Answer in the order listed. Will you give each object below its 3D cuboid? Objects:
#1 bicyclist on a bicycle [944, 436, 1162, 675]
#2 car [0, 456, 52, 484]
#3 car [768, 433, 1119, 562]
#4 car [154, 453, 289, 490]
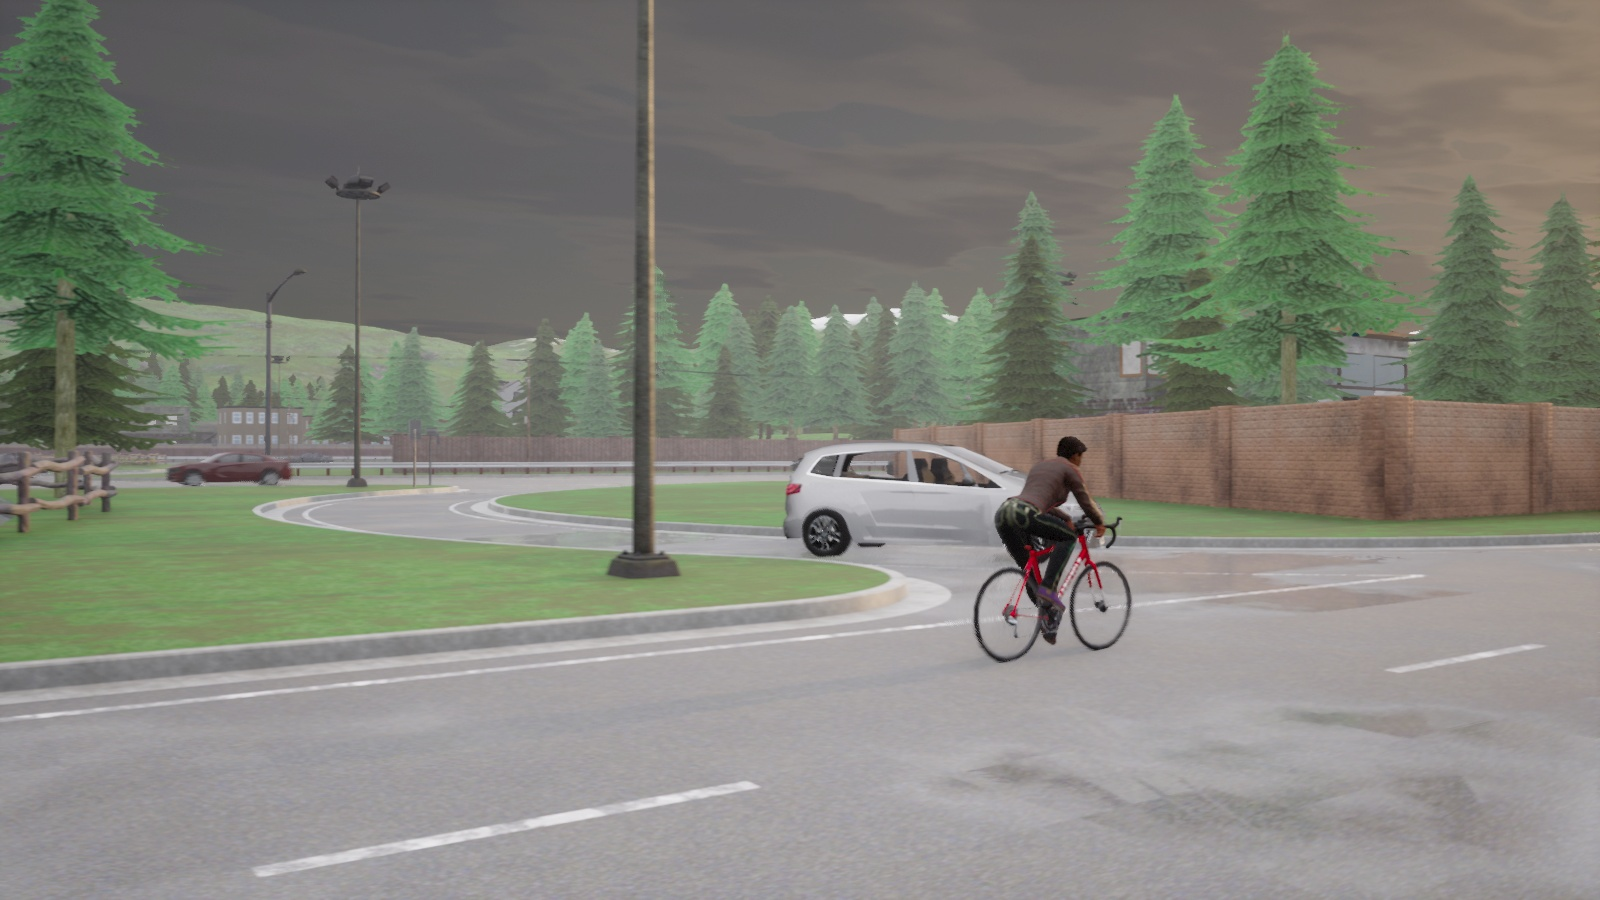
[{"bbox_3d":[1.878,0.716,9.230,1.656,1.620,0.582,0,0,-35],"label":"bicyclist on a bicycle"},{"bbox_3d":[-42.528,1.045,66.642,2.033,1.411,5.357,0,0,7],"label":"car"},{"bbox_3d":[2.101,0.630,18.175,4.611,1.667,2.242,0,0,22],"label":"car"},{"bbox_3d":[-24.888,0.907,54.116,5.008,1.535,1.882,0,0,-35],"label":"car"}]
